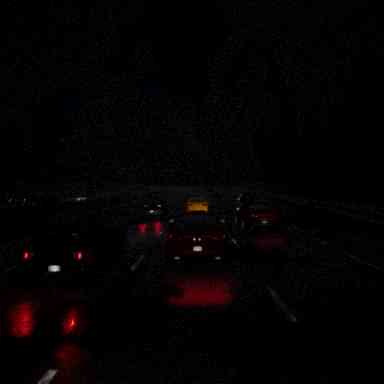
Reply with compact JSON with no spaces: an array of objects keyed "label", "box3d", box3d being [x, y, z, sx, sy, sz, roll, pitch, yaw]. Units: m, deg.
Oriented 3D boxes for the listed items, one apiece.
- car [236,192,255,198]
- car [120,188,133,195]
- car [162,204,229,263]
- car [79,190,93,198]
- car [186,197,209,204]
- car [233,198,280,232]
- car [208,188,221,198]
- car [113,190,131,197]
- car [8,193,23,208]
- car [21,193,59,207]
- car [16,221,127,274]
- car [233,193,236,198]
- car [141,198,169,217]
[{"label":"car","box3d":[7.725,0.954,46.395,2.128,1.511,4.902,0,1,3]},{"label":"car","box3d":[-15.746,-0.115,79.907,2.128,1.511,4.902,0,2,2]},{"label":"car","box3d":[0.181,1.421,11.830,1.882,1.535,5.008,0,1,1]},{"label":"car","box3d":[-22.964,0.404,71.935,2.128,1.511,4.902,0,1,2]},{"label":"car","box3d":[0.521,1.217,30.081,1.882,1.535,5.008,0,1,1]},{"label":"car","box3d":[3.681,1.345,19.154,1.882,1.535,5.008,0,1,1]},{"label":"car","box3d":[4.976,0.480,69.324,2.033,1.411,5.357,0,1,2]},{"label":"car","box3d":[-12.839,0.756,59.507,1.994,1.385,4.181,0,1,2]},{"label":"car","box3d":[-20.316,0.943,40.580,2.097,1.767,4.553,0,1,2]},{"label":"car","box3d":[-16.970,1.123,38.064,2.128,1.511,4.902,0,1,2]},{"label":"car","box3d":[-3.335,1.557,10.335,1.895,1.301,4.718,0,0,1]},{"label":"car","box3d":[8.127,0.751,56.414,1.837,1.490,4.892,0,1,2]},{"label":"car","box3d":[-3.031,1.261,27.976,2.128,1.511,4.902,0,1,1]}]
